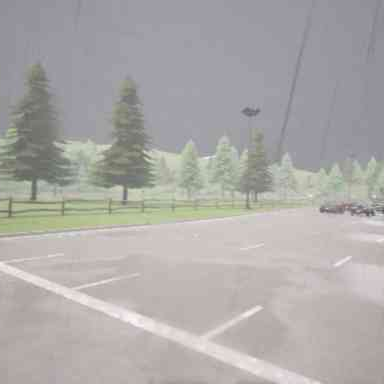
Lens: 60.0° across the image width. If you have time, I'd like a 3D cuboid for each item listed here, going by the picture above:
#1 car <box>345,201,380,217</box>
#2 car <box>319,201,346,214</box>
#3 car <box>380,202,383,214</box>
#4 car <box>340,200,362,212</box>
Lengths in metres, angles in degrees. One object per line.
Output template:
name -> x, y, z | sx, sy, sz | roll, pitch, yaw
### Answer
car -> 19.602, 1.963, 38.081 | 2.128, 1.511, 4.902 | 2, 0, 39
car -> 17.036, 1.925, 40.468 | 1.994, 1.385, 4.181 | 2, 0, 38
car -> 25.902, 2.142, 46.166 | 2.128, 1.511, 4.902 | 2, 0, 38
car -> 23.155, 2.013, 48.332 | 1.882, 1.535, 5.008 | 2, 0, 38
